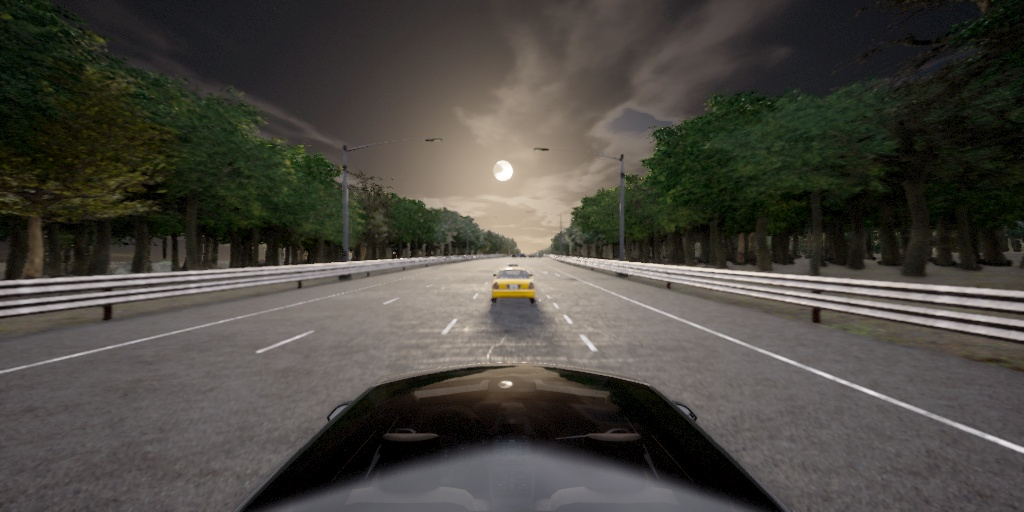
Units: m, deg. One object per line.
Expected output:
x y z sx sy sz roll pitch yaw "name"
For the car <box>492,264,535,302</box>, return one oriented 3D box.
0.049 1.150 16.488 1.801 1.575 5.366 0 1 0 "car"
